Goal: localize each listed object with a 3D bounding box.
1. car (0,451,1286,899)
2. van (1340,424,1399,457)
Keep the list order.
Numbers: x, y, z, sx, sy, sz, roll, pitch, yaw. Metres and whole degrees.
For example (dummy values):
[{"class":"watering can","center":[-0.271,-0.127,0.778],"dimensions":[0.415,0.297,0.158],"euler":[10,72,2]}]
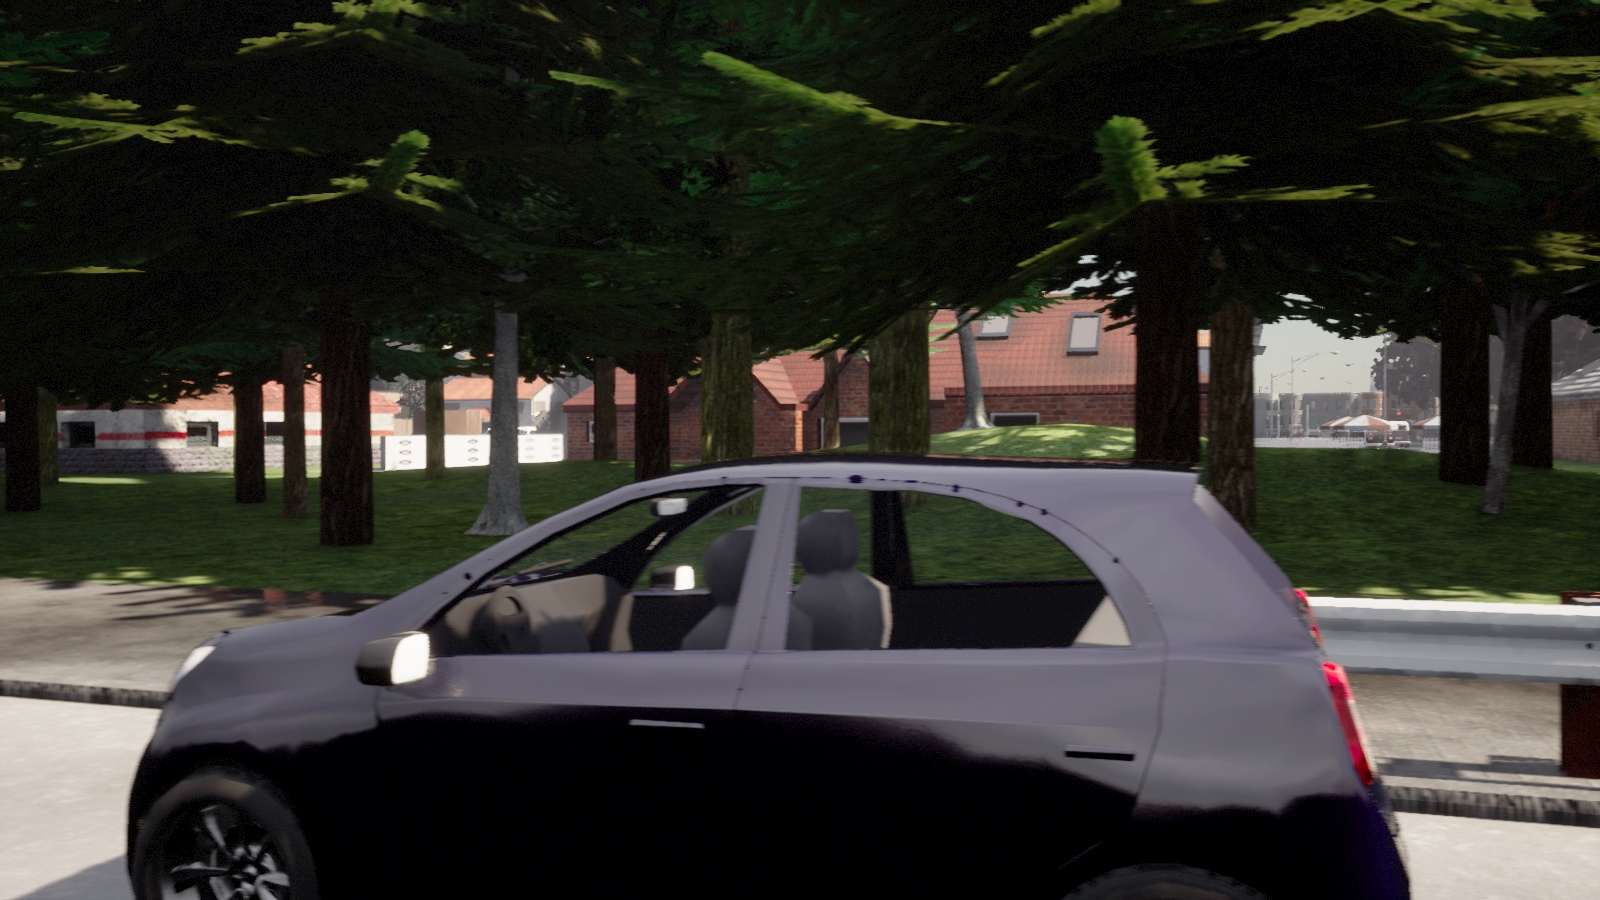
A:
[{"class":"car","center":[-0.492,0.781,3.884],"dimensions":[3.633,1.501,1.845],"euler":[0,1,19]},{"class":"van","center":[36.752,-0.629,81.177],"dimensions":[2.069,2.038,4.480],"euler":[0,1,5]}]
